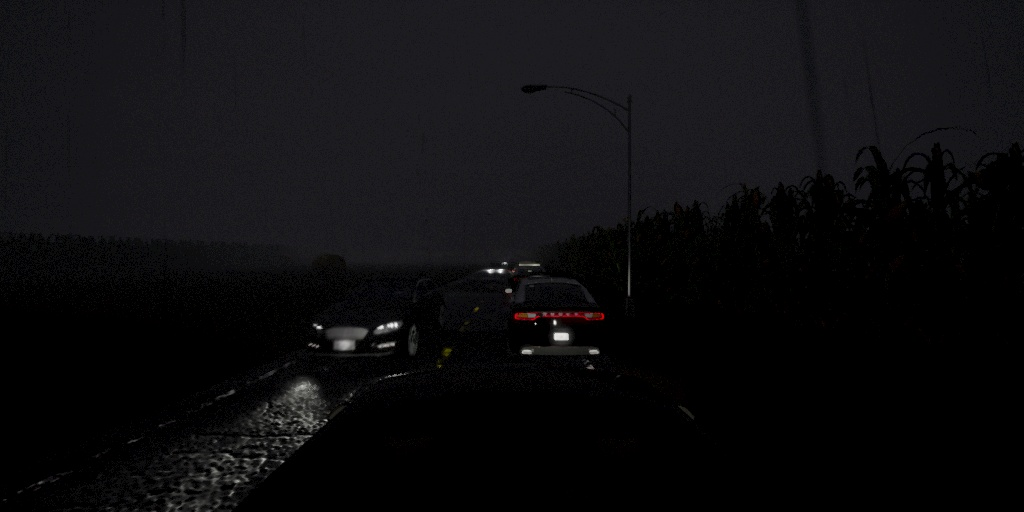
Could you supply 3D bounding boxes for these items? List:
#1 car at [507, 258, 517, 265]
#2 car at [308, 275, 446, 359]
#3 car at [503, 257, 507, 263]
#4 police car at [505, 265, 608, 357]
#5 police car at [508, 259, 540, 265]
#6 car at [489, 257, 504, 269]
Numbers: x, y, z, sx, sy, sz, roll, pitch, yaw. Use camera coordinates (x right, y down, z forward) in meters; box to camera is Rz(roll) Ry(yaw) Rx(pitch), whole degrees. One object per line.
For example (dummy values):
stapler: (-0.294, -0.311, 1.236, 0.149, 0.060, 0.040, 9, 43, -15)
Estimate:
car: (0.926, 1.083, 24.568, 2.097, 1.767, 4.553, 0, 0, 0)
car: (-2.818, 1.239, 8.507, 2.128, 1.511, 4.902, 0, 0, 0)
car: (0.275, 1.177, 51.221, 2.128, 1.511, 4.902, 0, 0, 1)
police car: (0.858, 1.173, 8.709, 1.930, 1.638, 5.238, 0, 0, 0)
police car: (0.901, 1.165, 18.709, 1.930, 1.638, 5.238, 0, 0, 0)
car: (-2.518, 1.275, 55.357, 1.895, 1.301, 4.718, 0, 0, 0)
